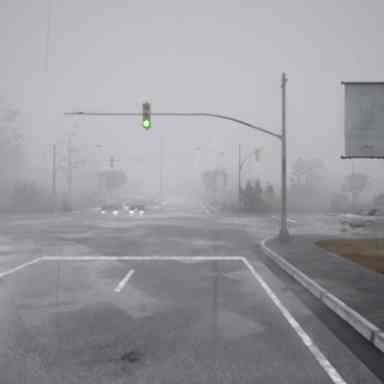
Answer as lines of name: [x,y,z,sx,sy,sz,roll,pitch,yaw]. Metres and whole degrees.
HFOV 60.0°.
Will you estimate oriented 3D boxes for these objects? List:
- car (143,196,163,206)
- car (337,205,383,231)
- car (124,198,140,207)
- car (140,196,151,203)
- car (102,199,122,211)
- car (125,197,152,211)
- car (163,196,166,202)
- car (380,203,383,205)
car: [-6.931,1.528,59.172,2.097,1.767,4.553,0,0,0]
car: [11.678,1.674,20.487,4.718,1.301,1.895,0,0,-3]
car: [-10.436,1.782,58.230,1.895,1.301,4.718,0,0,0]
car: [-10.336,1.608,74.044,1.994,1.385,4.181,0,1,0]
car: [-10.491,1.685,43.938,1.812,1.442,4.674,0,0,0]
car: [-6.991,1.705,44.171,2.033,1.411,5.357,0,0,0]
car: [-6.848,1.563,74.811,1.994,1.385,4.181,0,1,0]
car: [19.143,1.599,31.507,4.902,1.511,2.128,0,0,-3]
